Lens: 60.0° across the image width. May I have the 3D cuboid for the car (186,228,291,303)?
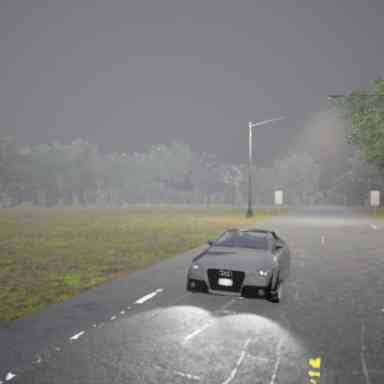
[{"bbox_3d":[1.410,1.657,8.558,1.994,1.385,4.181,0,-1,22],"label":"car"}]
